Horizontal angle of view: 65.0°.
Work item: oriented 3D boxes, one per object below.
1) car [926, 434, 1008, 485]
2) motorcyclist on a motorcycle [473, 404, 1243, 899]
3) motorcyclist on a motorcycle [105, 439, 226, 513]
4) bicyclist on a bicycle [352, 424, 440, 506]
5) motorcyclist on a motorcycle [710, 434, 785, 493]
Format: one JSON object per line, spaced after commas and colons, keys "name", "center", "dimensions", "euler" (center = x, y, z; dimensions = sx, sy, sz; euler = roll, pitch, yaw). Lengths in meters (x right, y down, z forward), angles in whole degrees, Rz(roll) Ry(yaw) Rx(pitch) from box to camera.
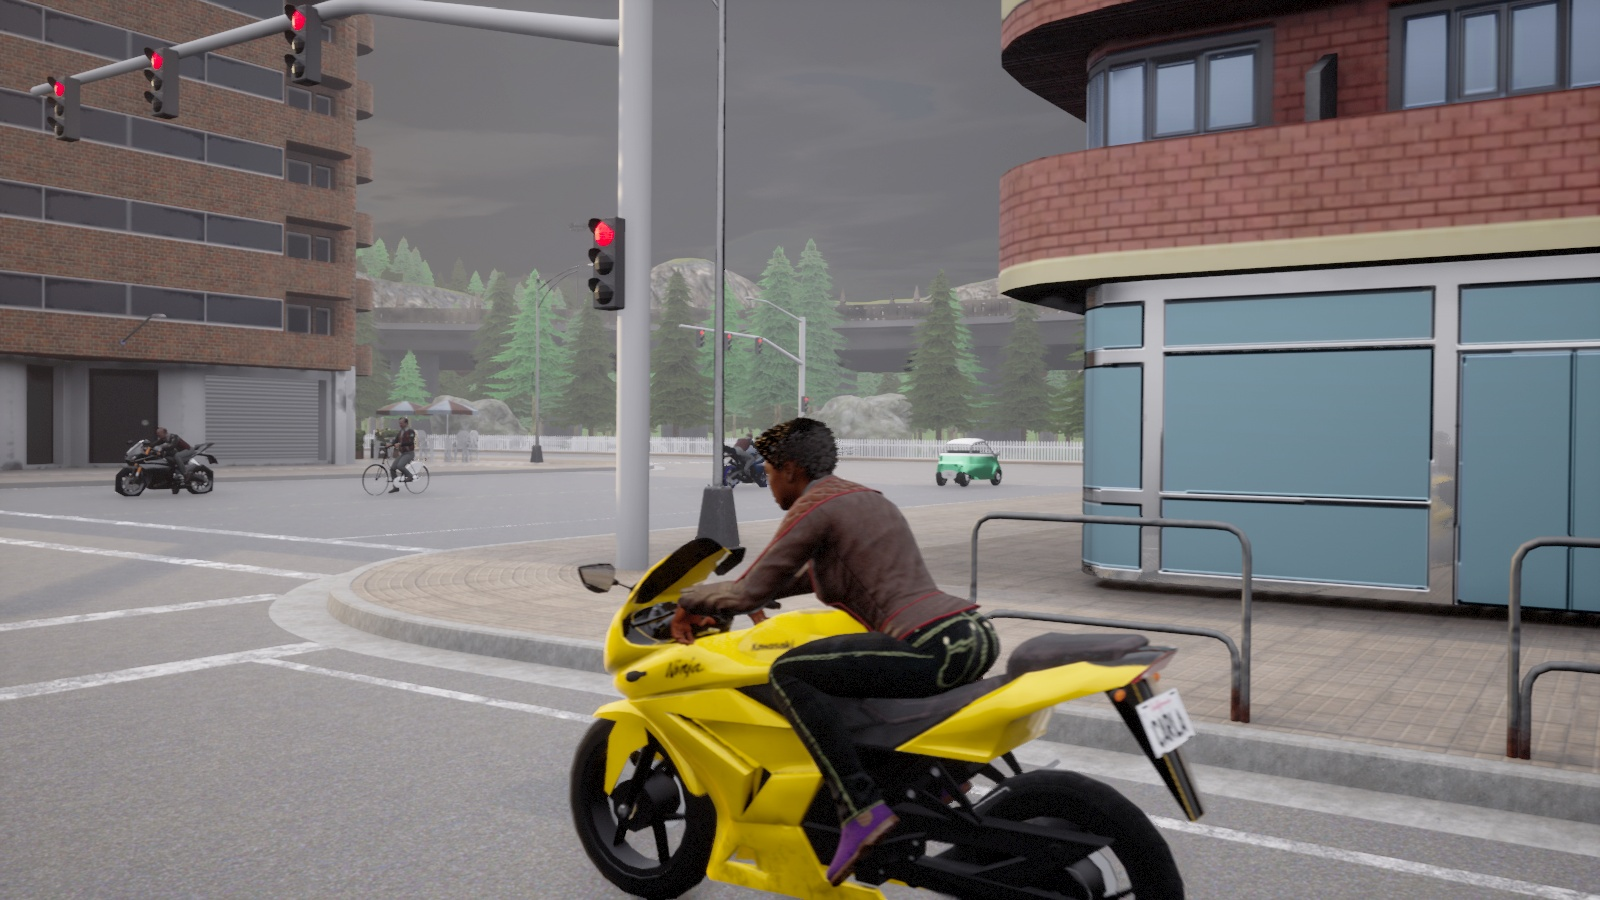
{"name": "car", "center": [4.865, 0.253, 36.463], "dimensions": [1.481, 1.376, 2.207], "euler": [0, 1, 35]}
{"name": "motorcyclist on a motorcycle", "center": [0.097, 0.664, 3.559], "dimensions": [2.044, 1.523, 0.797], "euler": [0, 1, 34]}
{"name": "motorcyclist on a motorcycle", "center": [-13.850, 0.532, 27.471], "dimensions": [0.866, 1.530, 2.191], "euler": [0, 1, 34]}
{"name": "bicyclist on a bicycle", "center": [-9.083, 0.311, 28.288], "dimensions": [0.659, 1.776, 1.843], "euler": [0, 1, 34]}
{"name": "motorcyclist on a motorcycle", "center": [-1.379, 0.333, 33.475], "dimensions": [0.866, 1.530, 2.191], "euler": [0, 1, 34]}
